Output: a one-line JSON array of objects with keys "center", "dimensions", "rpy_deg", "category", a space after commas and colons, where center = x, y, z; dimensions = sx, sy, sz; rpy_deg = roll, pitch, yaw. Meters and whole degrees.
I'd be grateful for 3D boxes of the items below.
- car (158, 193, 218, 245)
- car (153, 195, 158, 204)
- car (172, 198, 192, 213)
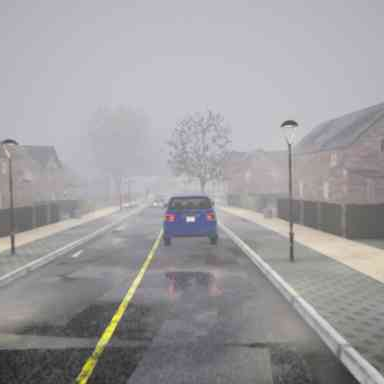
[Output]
[{"center": [-0.116, 1.065, 14.904], "dimensions": [2.150, 2.045, 5.566], "rpy_deg": [-1, 1, -1], "category": "car"}, {"center": [-5.591, 1.181, 57.427], "dimensions": [1.837, 1.490, 4.892], "rpy_deg": [-2, 0, -4], "category": "car"}, {"center": [-1.103, 1.305, 34.180], "dimensions": [1.895, 1.301, 4.718], "rpy_deg": [-2, 0, -4], "category": "car"}]
